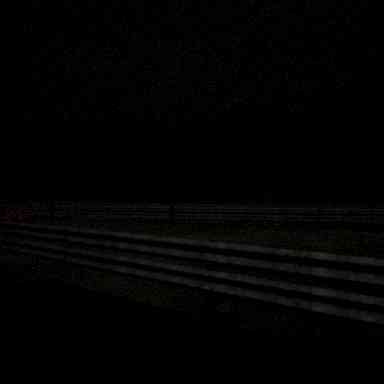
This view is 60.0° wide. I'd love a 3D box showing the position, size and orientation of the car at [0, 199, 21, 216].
[{"bbox_3d":[-20.315,1.508,34.756,4.553,1.767,2.097,0,0,19],"label":"car"}]
